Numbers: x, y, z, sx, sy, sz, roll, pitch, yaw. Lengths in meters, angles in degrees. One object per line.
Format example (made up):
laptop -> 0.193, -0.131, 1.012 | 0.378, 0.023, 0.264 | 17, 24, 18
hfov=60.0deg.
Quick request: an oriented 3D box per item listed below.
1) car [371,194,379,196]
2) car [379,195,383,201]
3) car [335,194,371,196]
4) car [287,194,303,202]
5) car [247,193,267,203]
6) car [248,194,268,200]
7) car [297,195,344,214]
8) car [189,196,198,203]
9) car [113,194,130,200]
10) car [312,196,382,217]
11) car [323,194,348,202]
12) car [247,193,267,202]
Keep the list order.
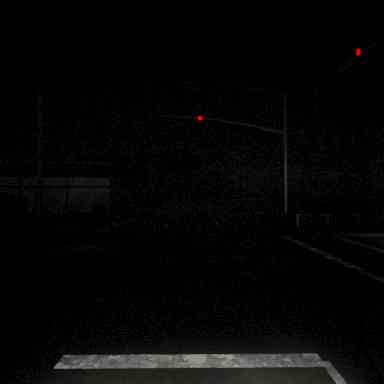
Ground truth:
car -> 38.378, 1.232, 69.054 | 3.806, 1.475, 1.970 | 0, 0, 0
car -> 38.723, 1.153, 62.638 | 5.027, 1.636, 2.152 | 0, 0, 0
car -> 20.651, 1.320, 43.266 | 3.633, 1.501, 1.845 | 0, 0, 0
car -> 21.329, 1.097, 65.718 | 4.605, 1.855, 1.932 | 0, 0, 0
car -> 12.850, 1.361, 65.652 | 3.806, 1.475, 1.970 | 0, 0, 0
car -> 18.134, 1.333, 91.607 | 4.902, 1.511, 2.128 | 0, 0, 0
car -> 13.017, 1.330, 31.395 | 5.027, 1.636, 2.152 | 0, 0, 0
car -> 0.273, 1.547, 69.680 | 2.033, 1.411, 5.357 | 0, 0, 0
car -> -19.401, 1.332, 91.583 | 4.674, 1.442, 1.812 | 0, 0, 0
car -> 13.080, 1.339, 28.258 | 4.514, 1.523, 2.007 | 0, 0, 0
car -> 31.317, 1.298, 72.693 | 4.514, 1.523, 2.007 | 0, 0, 0
car -> 13.450, 1.077, 68.978 | 3.866, 1.878, 1.905 | 0, 0, 0
